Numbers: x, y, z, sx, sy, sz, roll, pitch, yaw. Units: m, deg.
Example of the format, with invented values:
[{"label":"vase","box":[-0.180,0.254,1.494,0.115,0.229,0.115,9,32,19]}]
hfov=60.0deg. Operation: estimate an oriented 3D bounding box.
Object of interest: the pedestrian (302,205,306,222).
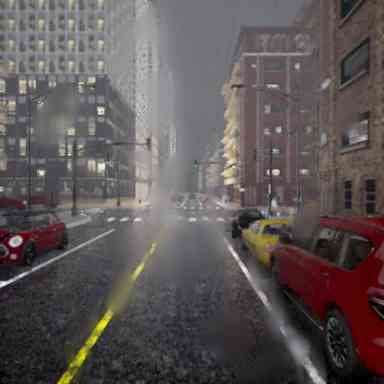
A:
[{"label":"pedestrian","box":[8.131,1.217,24.211,0.375,1.860,0.375,0,0,0]}]

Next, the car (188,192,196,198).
[{"label":"car","box":[-0.011,0.850,91.345,2.097,1.767,4.553,0,0,0]}]

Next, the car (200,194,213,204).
[{"label":"car","box":[2.734,1.353,58.775,1.802,1.307,4.206,0,0,0]}]

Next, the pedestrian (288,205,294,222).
[{"label":"pedestrian","box":[7.075,1.484,23.611,0.375,1.300,0.375,0,0,0]}]

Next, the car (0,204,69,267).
[{"label":"car","box":[-5.690,1.394,11.066,1.967,1.590,4.097,0,0,0]}]

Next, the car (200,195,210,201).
[{"label":"car","box":[2.682,1.277,71.692,2.008,1.369,4.403,0,0,0]}]

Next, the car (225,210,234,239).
[{"label":"car","box":[2.689,1.497,16.752,1.947,1.339,4.313,0,0,0]}]

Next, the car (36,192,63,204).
[{"label":"car","box":[-17.699,0.870,38.810,5.009,1.841,2.192,1,-1,0]}]

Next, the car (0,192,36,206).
[{"label":"car","box":[-17.563,0.884,30.431,5.009,1.841,2.192,1,-1,0]}]

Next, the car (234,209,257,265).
[{"label":"car","box":[2.690,1.478,11.239,1.752,1.417,4.829,0,0,0]}]

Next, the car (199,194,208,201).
[{"label":"car","box":[2.682,1.258,77.340,2.008,1.369,4.403,0,0,0]}]

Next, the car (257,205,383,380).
[{"label":"car","box":[2.691,1.292,5.386,2.192,1.841,5.009,0,0,0]}]

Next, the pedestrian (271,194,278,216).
[{"label":"pedestrian","box":[6.131,1.039,24.810,0.375,1.860,0.375,0,0,0]}]

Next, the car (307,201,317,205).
[{"label":"car","box":[14.637,1.674,39.095,4.829,1.417,1.752,1,-1,0]}]

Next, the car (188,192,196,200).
[{"label":"car","box":[-0.010,1.211,81.373,1.812,1.442,4.674,0,0,0]}]

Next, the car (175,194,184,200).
[{"label":"car","box":[-3.010,1.245,81.080,1.994,1.385,4.181,0,0,0]}]

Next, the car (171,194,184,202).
[{"label":"car","box":[-3.013,1.293,65.589,2.033,1.411,5.357,0,0,0]}]
